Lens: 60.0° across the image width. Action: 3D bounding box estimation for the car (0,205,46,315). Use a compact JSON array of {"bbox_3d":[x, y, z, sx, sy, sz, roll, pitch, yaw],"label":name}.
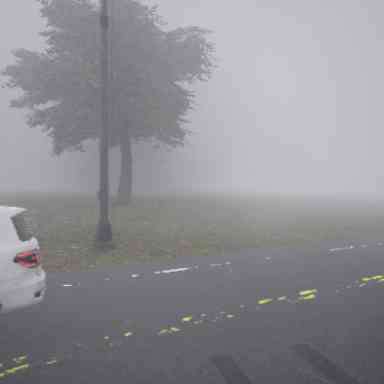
[{"bbox_3d":[-5.034,1.224,4.541,5.566,2.045,2.150,0,0,-34],"label":"car"}]
